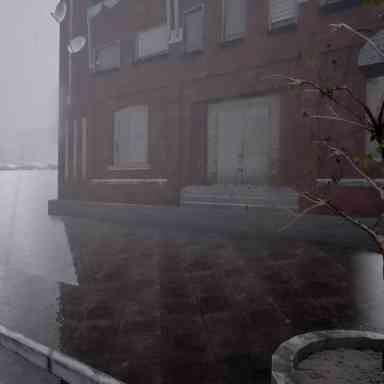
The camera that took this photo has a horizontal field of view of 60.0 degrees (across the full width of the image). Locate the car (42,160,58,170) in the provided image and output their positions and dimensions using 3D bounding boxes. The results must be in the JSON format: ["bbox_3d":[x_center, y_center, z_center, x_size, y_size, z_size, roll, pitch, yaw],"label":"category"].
[{"bbox_3d":[-16.708,-3.372,43.419,4.553,1.767,2.185,1,1,26],"label":"car"}]

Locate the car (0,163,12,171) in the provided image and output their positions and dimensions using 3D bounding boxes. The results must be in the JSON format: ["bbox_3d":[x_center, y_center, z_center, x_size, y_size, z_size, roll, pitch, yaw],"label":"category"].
[{"bbox_3d":[-26.622,-3.431,48.317,4.674,1.452,2.002,1,1,28],"label":"car"}]

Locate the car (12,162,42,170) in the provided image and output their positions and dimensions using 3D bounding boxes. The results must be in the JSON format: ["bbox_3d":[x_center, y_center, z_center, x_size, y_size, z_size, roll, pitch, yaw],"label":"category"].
[{"bbox_3d":[-21.789,-3.369,45.860,4.892,1.521,2.231,1,1,27],"label":"car"}]
